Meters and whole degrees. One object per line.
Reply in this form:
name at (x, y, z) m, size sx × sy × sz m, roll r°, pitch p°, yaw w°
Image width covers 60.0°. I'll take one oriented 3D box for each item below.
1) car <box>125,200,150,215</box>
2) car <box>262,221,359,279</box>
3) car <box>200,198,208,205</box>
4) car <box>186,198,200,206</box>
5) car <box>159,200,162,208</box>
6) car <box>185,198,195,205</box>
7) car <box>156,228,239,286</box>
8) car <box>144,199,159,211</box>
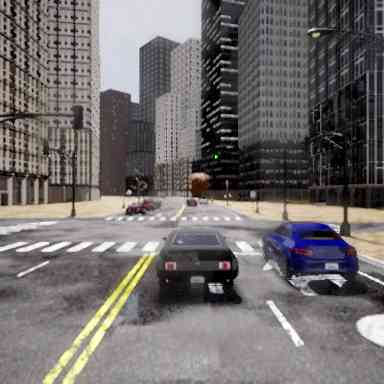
car at (-6.542, 1.946, 39.219) m, size 1.994 × 1.385 × 4.181 m, roll 0°, pitch -1°, yaw 0°
car at (3.406, 1.631, 10.243) m, size 1.812 × 1.442 × 4.674 m, roll 0°, pitch -1°, yaw 2°
car at (2.810, 2.238, 79.425) m, size 1.812 × 1.442 × 4.674 m, roll 0°, pitch 0°, yaw -4°
car at (0.050, 2.153, 68.150) m, size 1.812 × 1.442 × 4.674 m, roll 0°, pitch 0°, yaw -1°
car at (-6.511, 2.050, 59.758) m, size 2.128 × 1.511 × 4.902 m, roll 0°, pitch 0°, yaw 0°
car at (-0.490, 2.246, 80.265) m, size 2.128 × 1.511 × 4.902 m, roll 0°, pitch 0°, yaw -4°
car at (0.079, 1.700, 9.666) m, size 1.895 × 1.301 × 4.718 m, roll 0°, pitch -1°, yaw -1°
car at (-6.527, 1.823, 49.469) m, size 2.097 × 1.767 × 4.553 m, roll 0°, pitch -1°, yaw 0°
